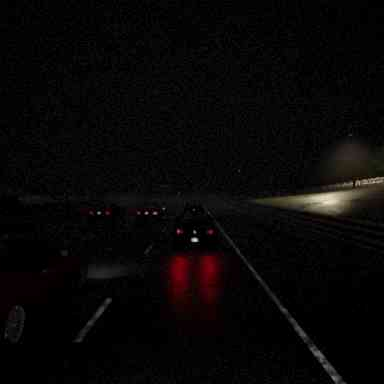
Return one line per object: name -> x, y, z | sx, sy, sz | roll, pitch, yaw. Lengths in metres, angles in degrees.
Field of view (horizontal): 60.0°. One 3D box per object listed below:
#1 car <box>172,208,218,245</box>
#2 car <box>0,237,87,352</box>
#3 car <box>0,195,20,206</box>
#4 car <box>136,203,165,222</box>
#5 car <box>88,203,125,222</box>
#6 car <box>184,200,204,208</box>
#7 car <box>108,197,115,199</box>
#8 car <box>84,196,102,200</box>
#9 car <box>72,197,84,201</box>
car -> 0.130, 1.641, 15.616 | 1.895, 1.301, 4.718 | 0, 0, 0
car -> -3.419, 1.541, 6.058 | 1.812, 1.442, 4.674 | 0, 0, 0
car -> -17.513, 1.300, 29.531 | 2.150, 2.045, 5.566 | 0, 0, 0
car -> -3.331, 1.618, 27.018 | 2.033, 1.411, 5.357 | 0, 0, 0
car -> -6.830, 1.619, 27.037 | 2.033, 1.411, 5.357 | 0, 0, 0
car -> 0.201, 1.566, 33.934 | 1.882, 1.535, 5.008 | 0, 0, 0
car -> -17.252, 1.794, 71.238 | 1.895, 1.301, 4.718 | 0, 0, 0
car -> -20.751, 1.555, 71.313 | 2.097, 1.767, 4.553 | 0, 0, 0
car -> -24.251, 1.724, 71.296 | 1.812, 1.442, 4.674 | 0, 0, 0
